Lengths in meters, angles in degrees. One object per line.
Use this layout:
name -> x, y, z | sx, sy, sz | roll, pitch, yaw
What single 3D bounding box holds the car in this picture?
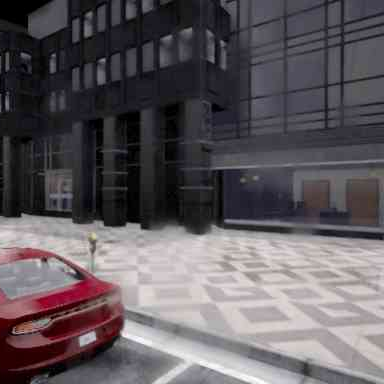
car -> -3.014, 1.541, 5.107 | 4.507, 1.381, 1.887 | 0, 0, 35
